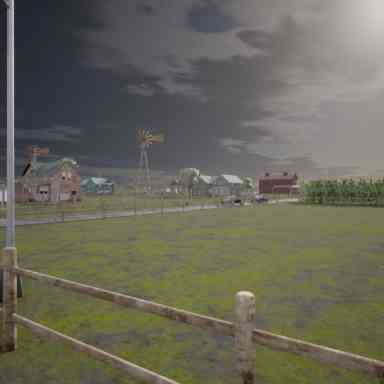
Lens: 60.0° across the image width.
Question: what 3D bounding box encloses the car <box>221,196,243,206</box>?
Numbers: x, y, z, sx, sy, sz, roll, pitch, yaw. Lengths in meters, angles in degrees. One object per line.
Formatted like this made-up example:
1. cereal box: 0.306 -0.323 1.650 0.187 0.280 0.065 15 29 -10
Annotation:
1. car: 6.111 1.273 50.109 2.128 1.511 4.902 -1 0 35

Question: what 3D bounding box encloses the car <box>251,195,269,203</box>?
1. car: 11.945 1.255 58.699 1.812 1.442 4.674 -1 0 34
